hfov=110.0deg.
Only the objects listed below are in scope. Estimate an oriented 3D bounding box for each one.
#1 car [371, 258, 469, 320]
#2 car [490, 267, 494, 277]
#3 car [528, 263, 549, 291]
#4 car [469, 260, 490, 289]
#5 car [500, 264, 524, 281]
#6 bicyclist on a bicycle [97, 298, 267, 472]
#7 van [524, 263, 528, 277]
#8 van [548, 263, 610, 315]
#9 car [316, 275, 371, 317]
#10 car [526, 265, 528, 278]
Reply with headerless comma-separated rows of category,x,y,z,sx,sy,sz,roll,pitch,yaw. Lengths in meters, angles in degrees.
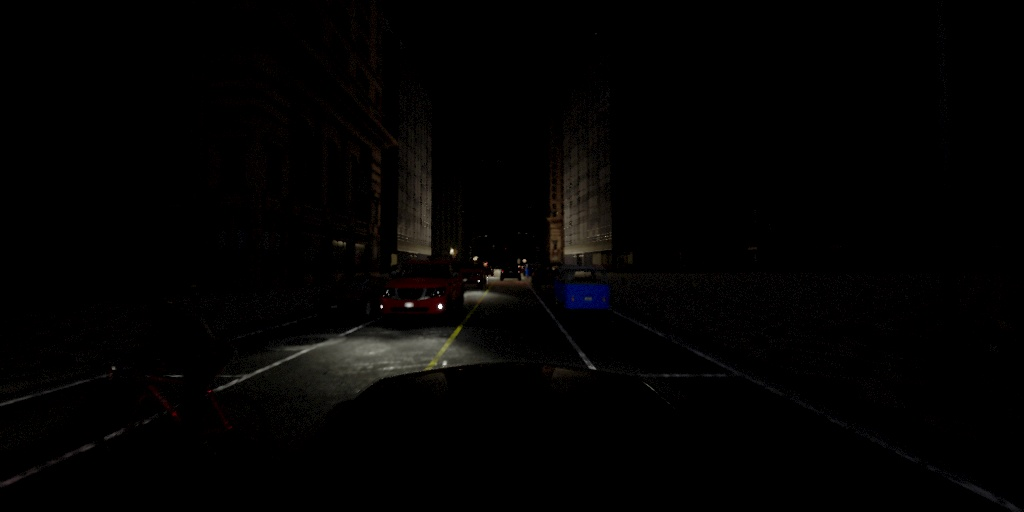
car,-3.150,1.129,13.701,2.150,2.045,5.566,0,0,0
car,-3.331,1.961,45.780,1.994,1.385,4.181,0,-1,0
car,2.548,1.391,25.083,2.192,1.841,5.009,0,0,0
car,-3.181,1.335,27.428,2.150,2.045,5.566,0,-1,1
car,-0.101,1.609,37.037,2.097,1.767,4.553,0,-1,0
bicyclist on a bicycle,-3.221,1.230,3.492,1.656,1.620,0.582,-2,-1,0
van,2.458,1.666,41.461,1.690,1.789,3.998,0,0,0
van,2.608,1.260,14.164,1.690,1.789,3.998,0,0,0
car,-5.917,1.467,14.126,1.888,1.381,4.507,0,0,0
car,2.518,1.707,30.542,2.007,1.370,4.403,0,0,0
